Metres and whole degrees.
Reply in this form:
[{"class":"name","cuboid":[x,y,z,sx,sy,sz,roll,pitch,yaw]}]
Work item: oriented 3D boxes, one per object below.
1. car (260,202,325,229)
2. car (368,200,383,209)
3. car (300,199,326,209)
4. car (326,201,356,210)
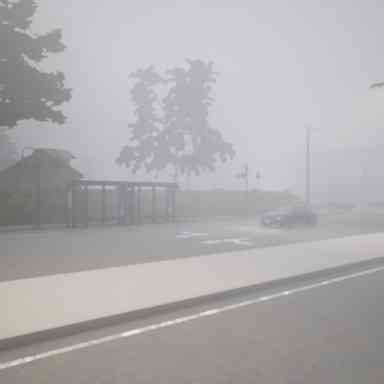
[{"class":"car","cuboid":[6.777,1.653,22.848,4.674,1.442,1.812,0,0,-35]},{"class":"car","cuboid":[29.303,1.840,50.243,1.882,1.535,5.008,1,0,-35]},{"class":"car","cuboid":[16.847,1.814,49.318,1.812,1.442,4.674,0,0,-35]},{"class":"car","cuboid":[21.382,1.914,48.946,1.895,1.301,4.718,0,0,-35]}]
